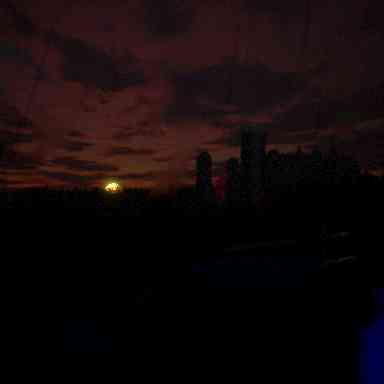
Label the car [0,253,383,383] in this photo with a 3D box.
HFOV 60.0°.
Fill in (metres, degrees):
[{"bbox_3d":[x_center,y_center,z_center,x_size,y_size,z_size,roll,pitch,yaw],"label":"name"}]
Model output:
[{"bbox_3d":[0.468,1.476,3.346,5.008,1.535,1.882,0,0,-35],"label":"car"}]
